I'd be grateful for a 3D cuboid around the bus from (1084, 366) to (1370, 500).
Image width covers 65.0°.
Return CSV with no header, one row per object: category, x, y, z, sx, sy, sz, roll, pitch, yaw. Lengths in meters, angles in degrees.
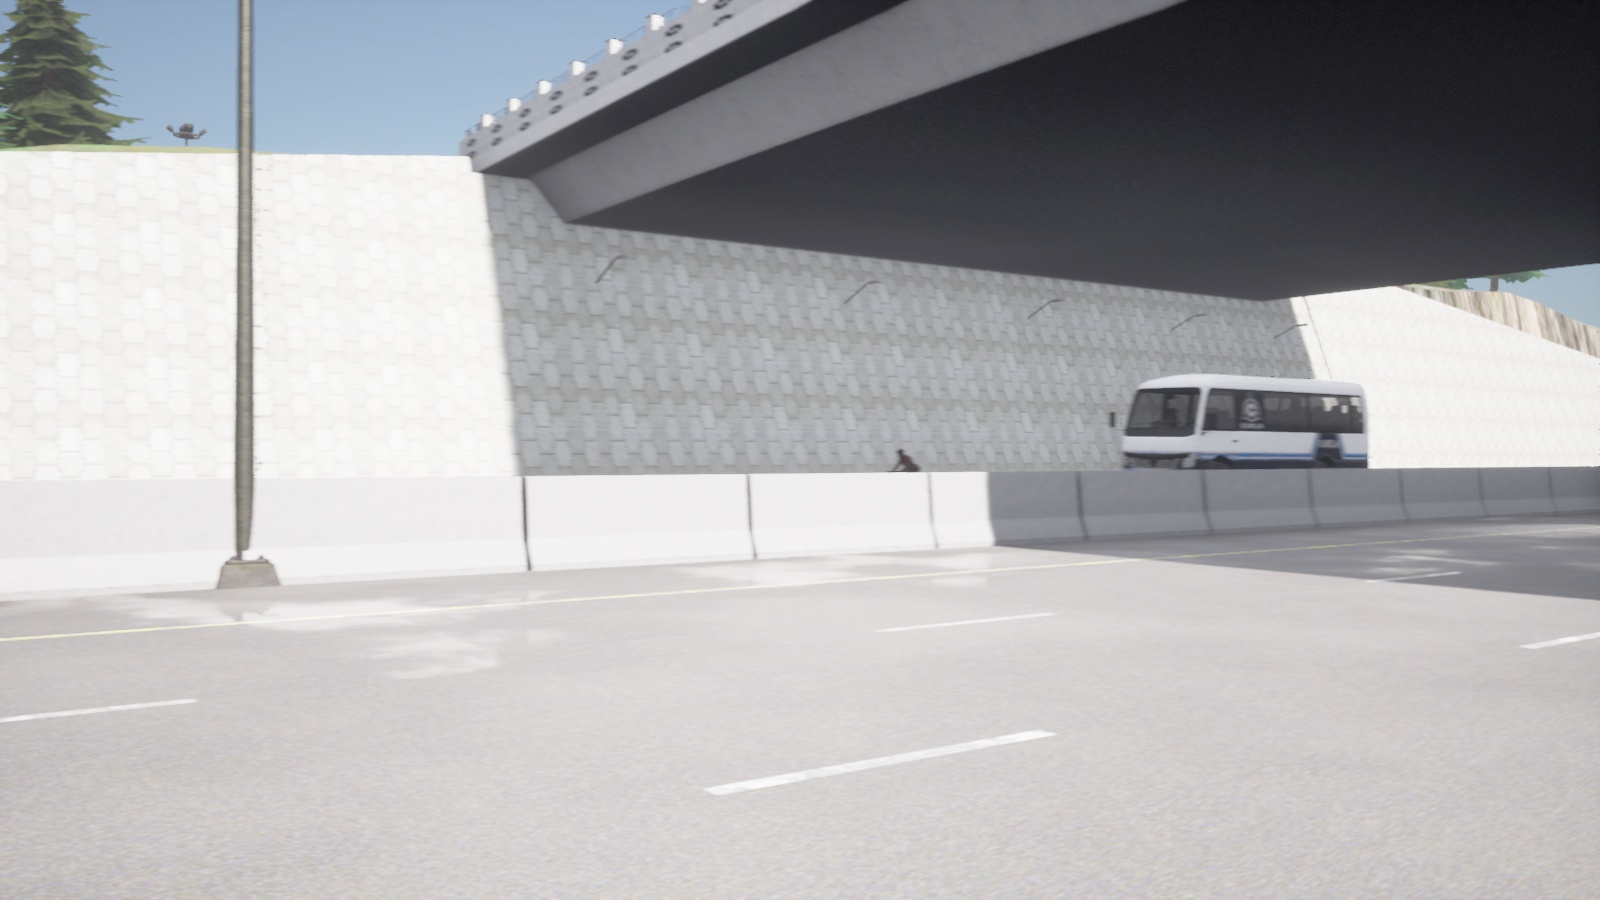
bus,15.181,-0.559,44.240,10.273,4.253,3.944,0,1,-33
